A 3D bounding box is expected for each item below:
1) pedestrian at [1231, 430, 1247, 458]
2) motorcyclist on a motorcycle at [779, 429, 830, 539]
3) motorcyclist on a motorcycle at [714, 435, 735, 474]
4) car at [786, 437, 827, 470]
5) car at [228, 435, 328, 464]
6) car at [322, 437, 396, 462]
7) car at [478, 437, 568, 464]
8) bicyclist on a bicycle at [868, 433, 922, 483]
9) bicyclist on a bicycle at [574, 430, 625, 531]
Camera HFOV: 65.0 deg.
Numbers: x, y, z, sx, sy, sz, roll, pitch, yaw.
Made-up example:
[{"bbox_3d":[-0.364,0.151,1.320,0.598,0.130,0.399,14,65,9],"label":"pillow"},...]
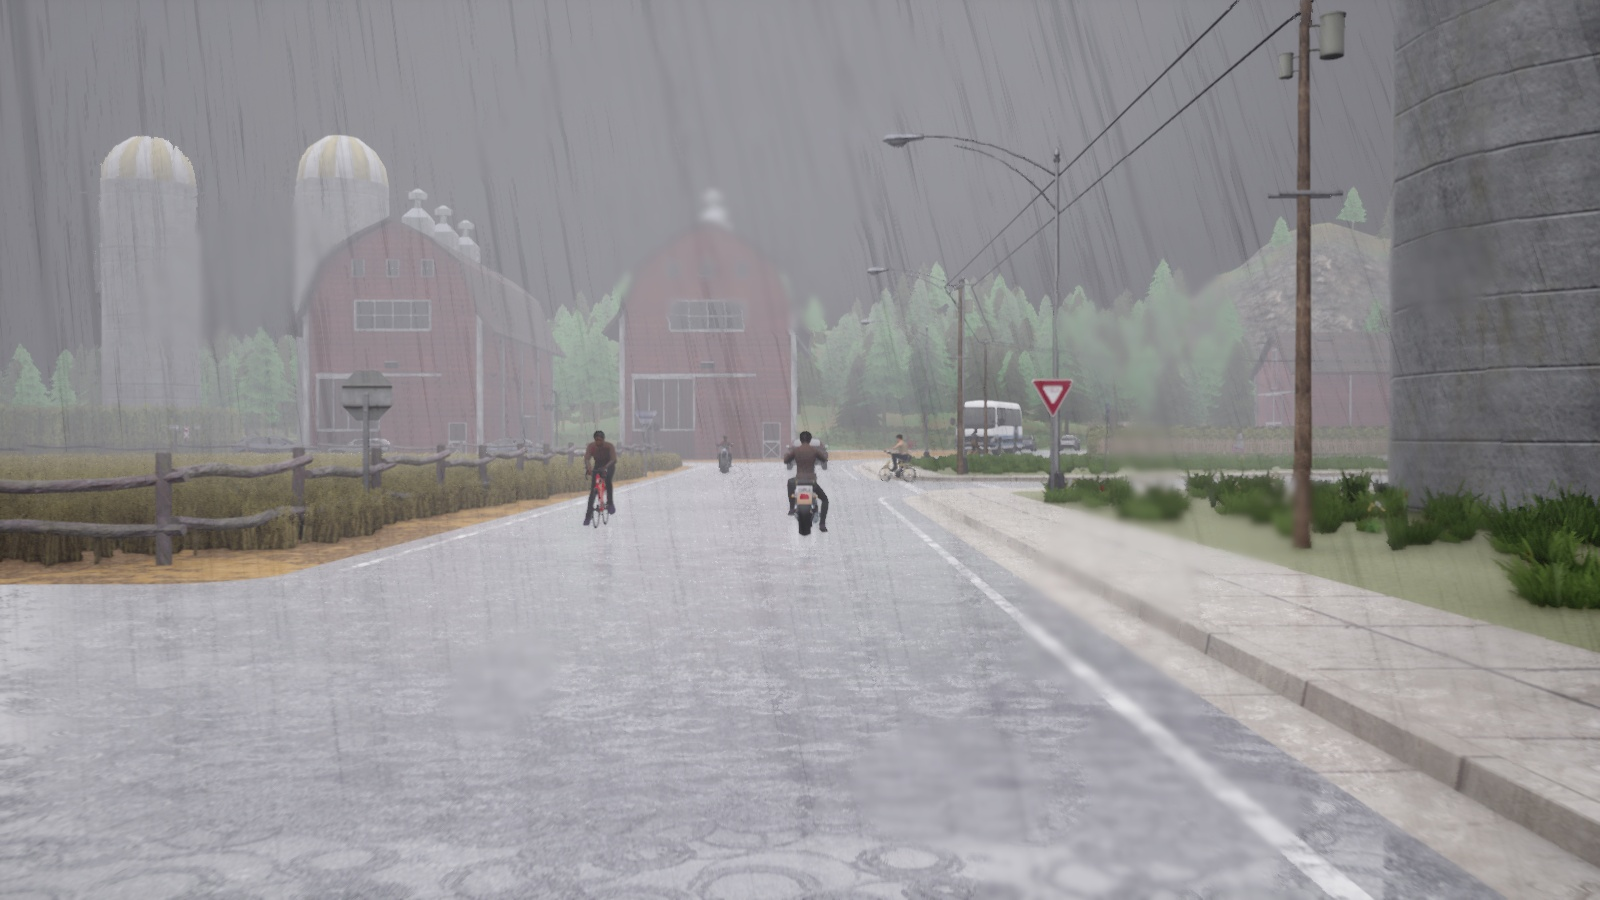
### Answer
[{"bbox_3d":[30.415,-0.433,86.936,0.873,1.952,0.659,0,1,-2],"label":"pedestrian"},{"bbox_3d":[0.093,0.499,19.976,0.766,1.649,2.350,0,0,2],"label":"motorcyclist on a motorcycle"},{"bbox_3d":[-3.190,0.167,53.352,0.766,1.649,2.350,0,1,0],"label":"motorcyclist on a motorcycle"},{"bbox_3d":[0.337,0.131,60.063,1.882,1.535,5.008,0,1,0],"label":"car"},{"bbox_3d":[-29.832,-0.057,71.880,4.856,1.649,2.033,0,1,-3],"label":"car"},{"bbox_3d":[-26.501,-0.055,75.527,3.806,1.475,1.970,0,1,-3],"label":"car"},{"bbox_3d":[-15.954,0.017,72.558,4.792,1.488,2.163,0,1,-3],"label":"car"},{"bbox_3d":[3.143,0.275,41.515,1.509,1.612,0.866,0,-2,40],"label":"bicyclist on a bicycle"},{"bbox_3d":[-3.366,0.487,21.154,0.582,1.620,1.656,0,1,0],"label":"bicyclist on a bicycle"}]
